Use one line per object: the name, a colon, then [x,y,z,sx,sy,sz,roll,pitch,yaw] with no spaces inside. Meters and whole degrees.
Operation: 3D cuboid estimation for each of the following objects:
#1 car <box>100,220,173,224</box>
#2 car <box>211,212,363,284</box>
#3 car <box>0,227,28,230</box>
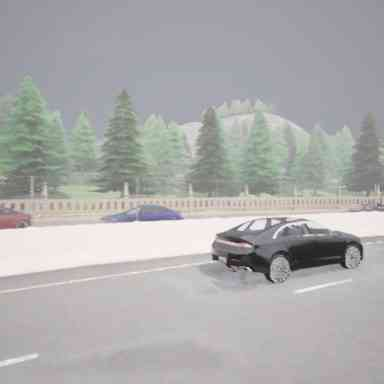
car: [-2.717,1.447,18.549,4.674,1.442,1.812,0,0,-30]
car: [2.839,1.460,9.456,4.902,1.511,2.128,0,0,-31]
car: [-10.721,1.471,17.621,4.181,1.385,1.994,0,0,-34]
